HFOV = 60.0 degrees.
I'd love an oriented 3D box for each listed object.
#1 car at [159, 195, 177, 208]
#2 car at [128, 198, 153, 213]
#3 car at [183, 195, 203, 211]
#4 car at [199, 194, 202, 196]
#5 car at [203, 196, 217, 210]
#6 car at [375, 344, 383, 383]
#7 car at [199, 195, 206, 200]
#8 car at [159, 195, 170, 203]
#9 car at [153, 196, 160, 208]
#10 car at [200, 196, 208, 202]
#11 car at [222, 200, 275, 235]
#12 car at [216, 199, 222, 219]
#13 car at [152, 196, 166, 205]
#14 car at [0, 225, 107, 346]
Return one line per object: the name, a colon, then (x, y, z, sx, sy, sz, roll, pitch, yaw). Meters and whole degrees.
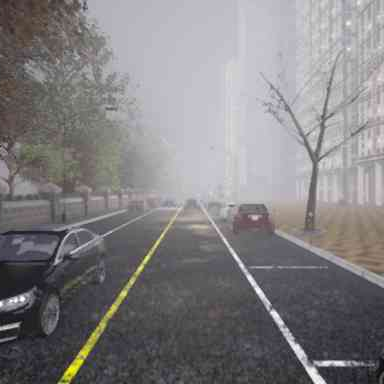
car: (-3.071, 1.481, 46.608, 1.994, 1.385, 4.181, 0, 0, 0)
car: (-5.686, 1.478, 35.333, 1.887, 1.381, 4.507, 0, 0, 0)
car: (0.047, 1.454, 38.583, 1.812, 1.442, 4.674, 0, 0, 0)
car: (0.045, 1.460, 50.364, 2.033, 1.411, 5.357, 0, 0, 1)
car: (2.695, 1.476, 40.964, 2.008, 1.369, 4.403, 0, 0, 0)
car: (2.691, 1.562, 1.539, 1.947, 1.339, 4.313, 0, 0, 0)
car: (2.700, 1.468, 86.023, 1.802, 1.307, 4.206, 0, 0, 0)
car: (-5.683, 1.420, 68.957, 1.752, 1.417, 4.829, 0, 0, 0)
car: (-5.685, 1.462, 46.598, 1.887, 1.381, 4.507, 0, 0, 0)
car: (2.698, 1.473, 74.757, 1.802, 1.307, 4.206, 0, 0, 0)
car: (3.115, 1.314, 18.554, 2.097, 1.767, 4.553, 0, 0, 0)
car: (3.151, 1.475, 25.585, 1.812, 1.442, 4.674, 0, 0, 0)
car: (-5.684, 1.448, 57.862, 1.887, 1.381, 4.507, 0, 0, 0)
car: (-3.080, 1.477, 6.640, 2.128, 1.511, 4.902, 0, 0, 0)
